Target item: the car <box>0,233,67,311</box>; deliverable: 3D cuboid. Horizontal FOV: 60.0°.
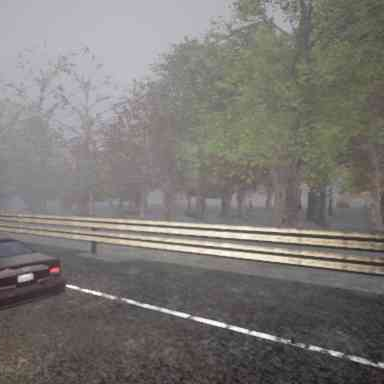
[{"bbox_3d":[-5.066,1.622,7.458,5.357,1.411,2.033,-1,0,35],"label":"car"}]
